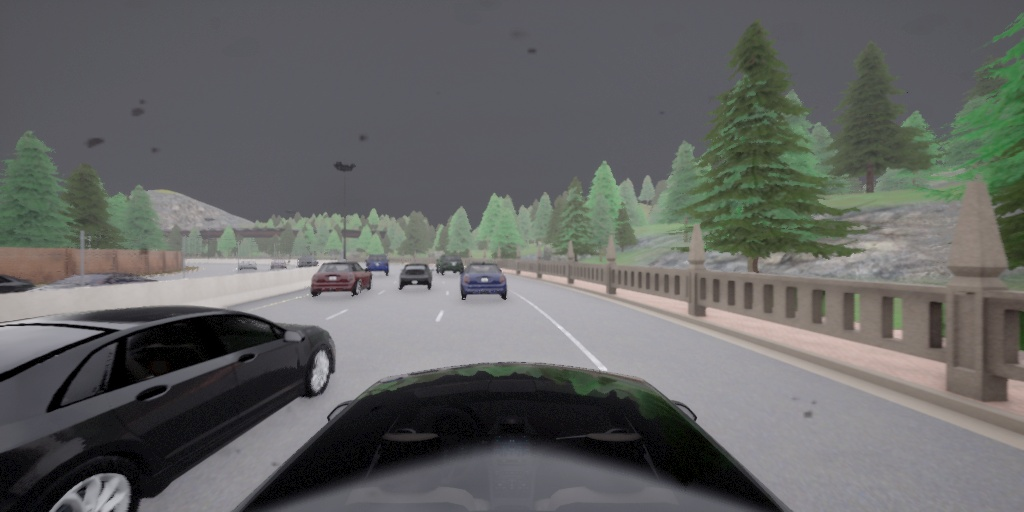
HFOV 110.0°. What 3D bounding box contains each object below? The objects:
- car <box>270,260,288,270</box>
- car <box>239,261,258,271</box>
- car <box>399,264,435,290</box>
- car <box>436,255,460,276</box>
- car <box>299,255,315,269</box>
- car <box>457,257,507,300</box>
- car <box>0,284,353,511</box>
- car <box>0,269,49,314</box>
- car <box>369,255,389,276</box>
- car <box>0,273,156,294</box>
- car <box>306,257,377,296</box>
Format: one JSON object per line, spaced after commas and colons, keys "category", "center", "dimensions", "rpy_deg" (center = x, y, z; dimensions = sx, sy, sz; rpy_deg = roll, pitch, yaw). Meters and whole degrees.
{"category": "car", "center": [-32.485, 1.221, 50.044], "dimensions": [1.812, 1.442, 4.674], "rpy_deg": [0, 0, -33]}
{"category": "car", "center": [-35.192, 1.304, 47.887], "dimensions": [1.895, 1.301, 4.718], "rpy_deg": [0, 0, -32]}
{"category": "car", "center": [-5.977, 1.221, 22.571], "dimensions": [1.837, 1.490, 4.892], "rpy_deg": [0, 0, -12]}
{"category": "car", "center": [-6.551, 0.909, 37.250], "dimensions": [2.150, 2.045, 5.566], "rpy_deg": [0, 0, -20]}
{"category": "car", "center": [-29.277, 0.909, 51.564], "dimensions": [2.150, 2.045, 5.566], "rpy_deg": [0, 0, -32]}
{"category": "car", "center": [-1.528, 1.072, 17.805], "dimensions": [2.097, 1.767, 4.553], "rpy_deg": [0, 0, -9]}
{"category": "car", "center": [-3.575, 1.255, 3.582], "dimensions": [1.837, 1.490, 4.892], "rpy_deg": [0, 0, -2]}
{"category": "car", "center": [-18.396, 1.259, 11.238], "dimensions": [1.837, 1.490, 4.892], "rpy_deg": [0, 0, -8]}
{"category": "car", "center": [-13.785, 0.920, 36.683], "dimensions": [2.150, 2.045, 5.566], "rpy_deg": [0, 0, -21]}
{"category": "car", "center": [-15.128, 1.311, 13.044], "dimensions": [1.994, 1.385, 4.181], "rpy_deg": [0, 0, -8]}
{"category": "car", "center": [-8.833, 1.079, 18.988], "dimensions": [2.097, 1.767, 4.553], "rpy_deg": [0, 0, -10]}
